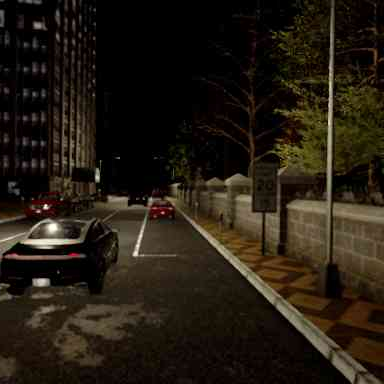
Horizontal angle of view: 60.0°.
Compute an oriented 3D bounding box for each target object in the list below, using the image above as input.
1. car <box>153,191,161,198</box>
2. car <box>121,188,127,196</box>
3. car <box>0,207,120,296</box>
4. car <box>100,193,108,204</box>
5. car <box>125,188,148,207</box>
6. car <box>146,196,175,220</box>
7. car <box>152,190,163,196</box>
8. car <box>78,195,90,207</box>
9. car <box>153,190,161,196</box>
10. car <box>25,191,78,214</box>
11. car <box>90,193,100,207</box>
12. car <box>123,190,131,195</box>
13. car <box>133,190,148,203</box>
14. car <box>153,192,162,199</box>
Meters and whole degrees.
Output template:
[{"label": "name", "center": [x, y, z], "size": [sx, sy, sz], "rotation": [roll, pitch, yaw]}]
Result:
[{"label": "car", "center": [-7.798, 0.486, 74.107], "size": [1.752, 1.417, 4.829], "rotation": [1, 1, -6]}, {"label": "car", "center": [-16.843, 0.002, 84.035], "size": [2.192, 1.841, 5.009], "rotation": [1, 1, -6]}, {"label": "car", "center": [-2.968, 1.369, 8.366], "size": [2.128, 1.511, 4.902], "rotation": [1, 1, -6]}, {"label": "car", "center": [-12.495, 0.788, 45.424], "size": [1.752, 1.417, 4.829], "rotation": [1, 1, -6]}, {"label": "car", "center": [-6.410, 0.787, 39.413], "size": [2.097, 1.767, 4.553], "rotation": [1, 1, -6]}, {"label": "car", "center": [-2.209, 1.234, 24.509], "size": [1.887, 1.381, 4.507], "rotation": [1, 1, -6]}, {"label": "car", "center": [-6.538, 0.442, 62.950], "size": [2.192, 1.841, 5.009], "rotation": [1, 1, -6]}, {"label": "car", "center": [-10.657, 1.051, 29.117], "size": [2.008, 1.369, 4.403], "rotation": [1, 1, -6]}, {"label": "car", "center": [-9.015, 0.237, 84.921], "size": [1.967, 1.590, 4.097], "rotation": [1, 1, -6]}, {"label": "car", "center": [-10.035, 0.894, 23.622], "size": [2.192, 1.841, 5.009], "rotation": [1, 1, -6]}, {"label": "car", "center": [-11.276, 0.972, 34.609], "size": [2.008, 1.369, 4.403], "rotation": [1, 1, -6]}, {"label": "car", "center": [-17.466, 0.168, 89.531], "size": [1.947, 1.339, 4.313], "rotation": [1, 1, -6]}, {"label": "car", "center": [-7.564, 0.643, 49.160], "size": [2.097, 1.767, 4.553], "rotation": [1, 1, -6]}, {"label": "car", "center": [-7.160, 0.627, 68.446], "size": [1.802, 1.307, 4.206], "rotation": [1, 1, -6]}]
